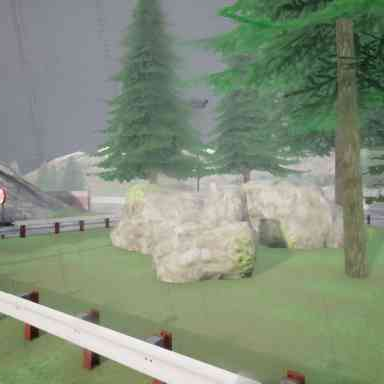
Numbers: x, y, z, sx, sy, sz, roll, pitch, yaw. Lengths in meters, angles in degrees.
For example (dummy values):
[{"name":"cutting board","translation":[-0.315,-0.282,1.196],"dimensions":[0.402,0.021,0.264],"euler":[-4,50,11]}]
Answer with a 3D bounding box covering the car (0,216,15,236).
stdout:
[{"name":"car","translation":[-10.858,1.358,15.527],"dimensions":[5.357,1.411,2.033],"euler":[0,0,20]}]
